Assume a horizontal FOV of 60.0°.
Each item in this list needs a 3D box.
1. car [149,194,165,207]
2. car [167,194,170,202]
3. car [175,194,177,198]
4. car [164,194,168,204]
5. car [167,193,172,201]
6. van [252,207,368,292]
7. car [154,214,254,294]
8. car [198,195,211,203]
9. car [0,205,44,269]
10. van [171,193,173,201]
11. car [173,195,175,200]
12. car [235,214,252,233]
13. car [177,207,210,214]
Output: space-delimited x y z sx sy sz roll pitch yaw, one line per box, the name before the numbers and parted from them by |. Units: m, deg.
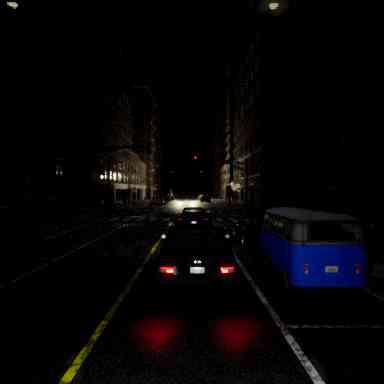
car | -5.692 1.493 52.106 1.752 1.417 4.829 0 0 0
car | -5.697 1.509 63.178 1.887 1.381 4.507 0 0 0
car | -5.707 1.282 84.981 2.192 1.841 5.009 0 0 0
car | -5.694 1.516 57.727 2.008 1.369 4.403 0 0 0
car | -5.699 1.508 68.629 1.887 1.381 4.507 0 0 0
van | 2.851 1.339 8.631 1.690 1.788 3.998 0 0 0
car | 0.097 1.546 8.900 2.033 1.411 5.357 0 0 0
car | 2.825 1.404 68.668 1.967 1.590 4.097 0 0 0
car | -5.673 1.313 8.588 2.192 1.841 5.009 0 0 0
van | -5.702 1.305 74.079 1.690 1.788 3.998 0 0 0
car | -5.704 1.516 79.530 2.008 1.369 4.403 0 0 0
car | 2.850 1.562 14.292 1.947 1.339 4.313 0 0 0
car | 0.093 1.557 19.220 1.994 1.385 4.181 0 0 0
